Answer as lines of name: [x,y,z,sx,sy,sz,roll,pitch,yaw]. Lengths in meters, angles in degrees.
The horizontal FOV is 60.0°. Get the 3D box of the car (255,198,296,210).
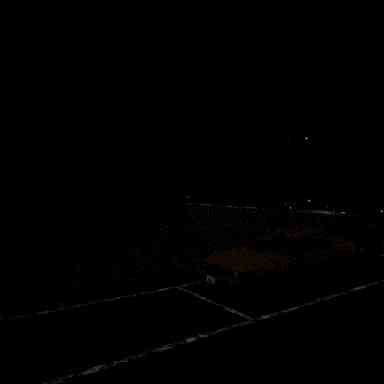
car: [9.460,1.367,37.875,1.895,1.301,4.718,1,0,-34]

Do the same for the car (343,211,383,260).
car: [7.132,1.547,11.662,4.507,1.381,1.887,0,1,-35]

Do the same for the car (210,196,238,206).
car: [4.336,1.248,45.367,1.994,1.385,4.181,1,0,-34]

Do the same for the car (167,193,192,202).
car: [-2.327,1.057,60.717,2.128,1.511,4.902,1,0,-34]

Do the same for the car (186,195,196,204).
car: [-1.261,1.193,53.575,1.895,1.301,4.718,1,0,-34]

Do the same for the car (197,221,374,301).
car: [2.372,1.527,8.357,4.829,1.417,1.752,0,1,-35]

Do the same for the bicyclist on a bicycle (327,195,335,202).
bicyclist on a bicycle: [16.306,1.158,38.926,1.656,1.620,0.582,0,0,-34]

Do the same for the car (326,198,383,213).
car: [14.700,1.341,30.230,2.128,1.511,4.902,1,0,-34]
